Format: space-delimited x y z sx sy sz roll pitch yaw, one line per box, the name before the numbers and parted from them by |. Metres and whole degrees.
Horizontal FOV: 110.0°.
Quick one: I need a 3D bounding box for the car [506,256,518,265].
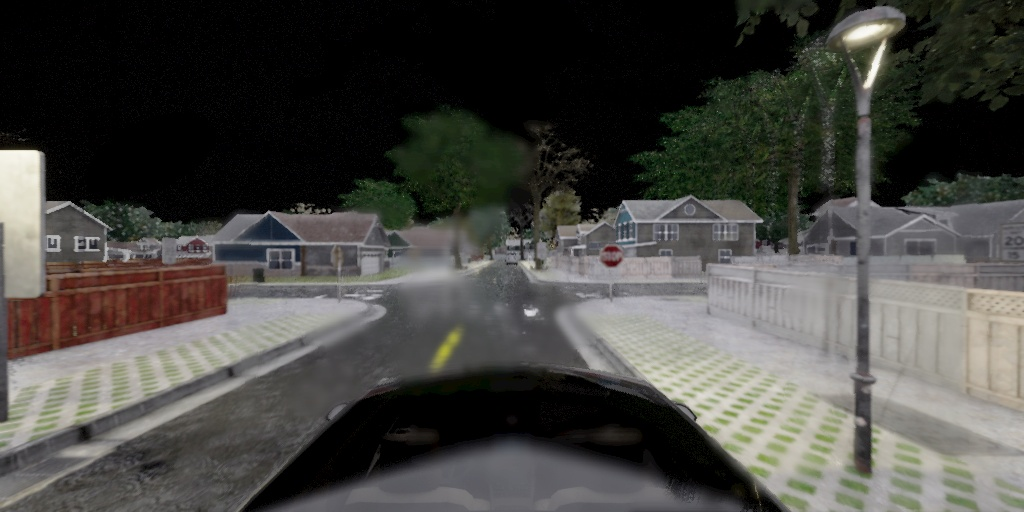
car | -0.011 0.939 62.972 1.994 1.385 4.181 0 0 0
